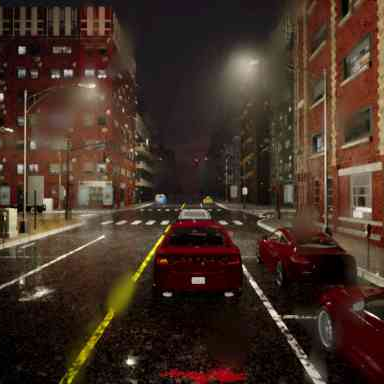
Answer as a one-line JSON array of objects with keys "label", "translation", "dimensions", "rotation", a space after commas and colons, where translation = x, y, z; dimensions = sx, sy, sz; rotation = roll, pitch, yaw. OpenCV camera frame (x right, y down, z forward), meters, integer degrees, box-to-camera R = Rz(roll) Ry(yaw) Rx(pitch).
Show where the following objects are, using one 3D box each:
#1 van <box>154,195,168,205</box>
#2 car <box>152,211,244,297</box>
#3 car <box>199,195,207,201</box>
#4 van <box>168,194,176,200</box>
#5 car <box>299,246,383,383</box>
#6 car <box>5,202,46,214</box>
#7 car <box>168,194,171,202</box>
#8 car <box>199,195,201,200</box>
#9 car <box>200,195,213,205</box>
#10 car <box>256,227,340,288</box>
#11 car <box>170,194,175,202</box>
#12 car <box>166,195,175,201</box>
[{"label": "van", "translation": [-5.575, 1.357, 58.232], "dimensions": [1.690, 1.788, 3.998], "rotation": [1, 0, 0]}, {"label": "car", "translation": [0.113, 1.480, 8.607], "dimensions": [1.882, 1.535, 5.008], "rotation": [0, 0, 0]}, {"label": "car", "translation": [2.851, 1.593, 86.439], "dimensions": [1.947, 1.339, 4.313], "rotation": [1, 0, 0]}, {"label": "van", "translation": [-5.516, 1.372, 92.145], "dimensions": [1.690, 1.788, 3.998], "rotation": [1, 0, 0]}, {"label": "car", "translation": [2.673, 1.583, 3.268], "dimensions": [1.802, 1.307, 4.206], "rotation": [1, 0, 0]}, {"label": "car", "translation": [-18.646, 1.728, 37.344], "dimensions": [4.313, 1.339, 1.947], "rotation": [0, -1, 0]}, {"label": "car", "translation": [-5.569, 1.600, 63.883], "dimensions": [1.802, 1.307, 4.206], "rotation": [1, 0, 0]}, {"label": "car", "translation": [2.841, 1.569, 80.788], "dimensions": [1.887, 1.381, 4.507], "rotation": [1, 0, 0]}, {"label": "car", "translation": [2.802, 1.541, 58.348], "dimensions": [1.752, 1.417, 4.829], "rotation": [1, 0, 0]}, {"label": "car", "translation": [2.853, 1.584, 8.924], "dimensions": [1.802, 1.307, 4.206], "rotation": [1, 0, 0]}, {"label": "car", "translation": [-5.549, 1.604, 75.188], "dimensions": [1.802, 1.307, 4.206], "rotation": [1, 0, 0]}, {"label": "car", "translation": [-5.529, 1.578, 86.493], "dimensions": [2.008, 1.369, 4.403], "rotation": [1, 0, 0]}]
